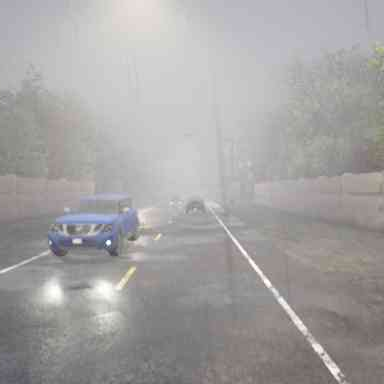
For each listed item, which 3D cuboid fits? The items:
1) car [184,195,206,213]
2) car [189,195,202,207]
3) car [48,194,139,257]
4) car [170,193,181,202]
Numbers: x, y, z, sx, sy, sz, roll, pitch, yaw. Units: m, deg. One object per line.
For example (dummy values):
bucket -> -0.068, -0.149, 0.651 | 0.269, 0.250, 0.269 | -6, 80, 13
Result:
car -> 0.346, 1.265, 32.927 | 1.837, 1.490, 4.892 | 0, 1, 1
car -> 0.522, 1.154, 46.318 | 1.837, 1.490, 4.892 | 0, 1, 2
car -> -3.475, 1.122, 12.909 | 2.150, 2.045, 5.566 | 0, 0, 1
car -> -2.908, 1.026, 60.041 | 1.837, 1.490, 4.892 | 0, 1, 1
